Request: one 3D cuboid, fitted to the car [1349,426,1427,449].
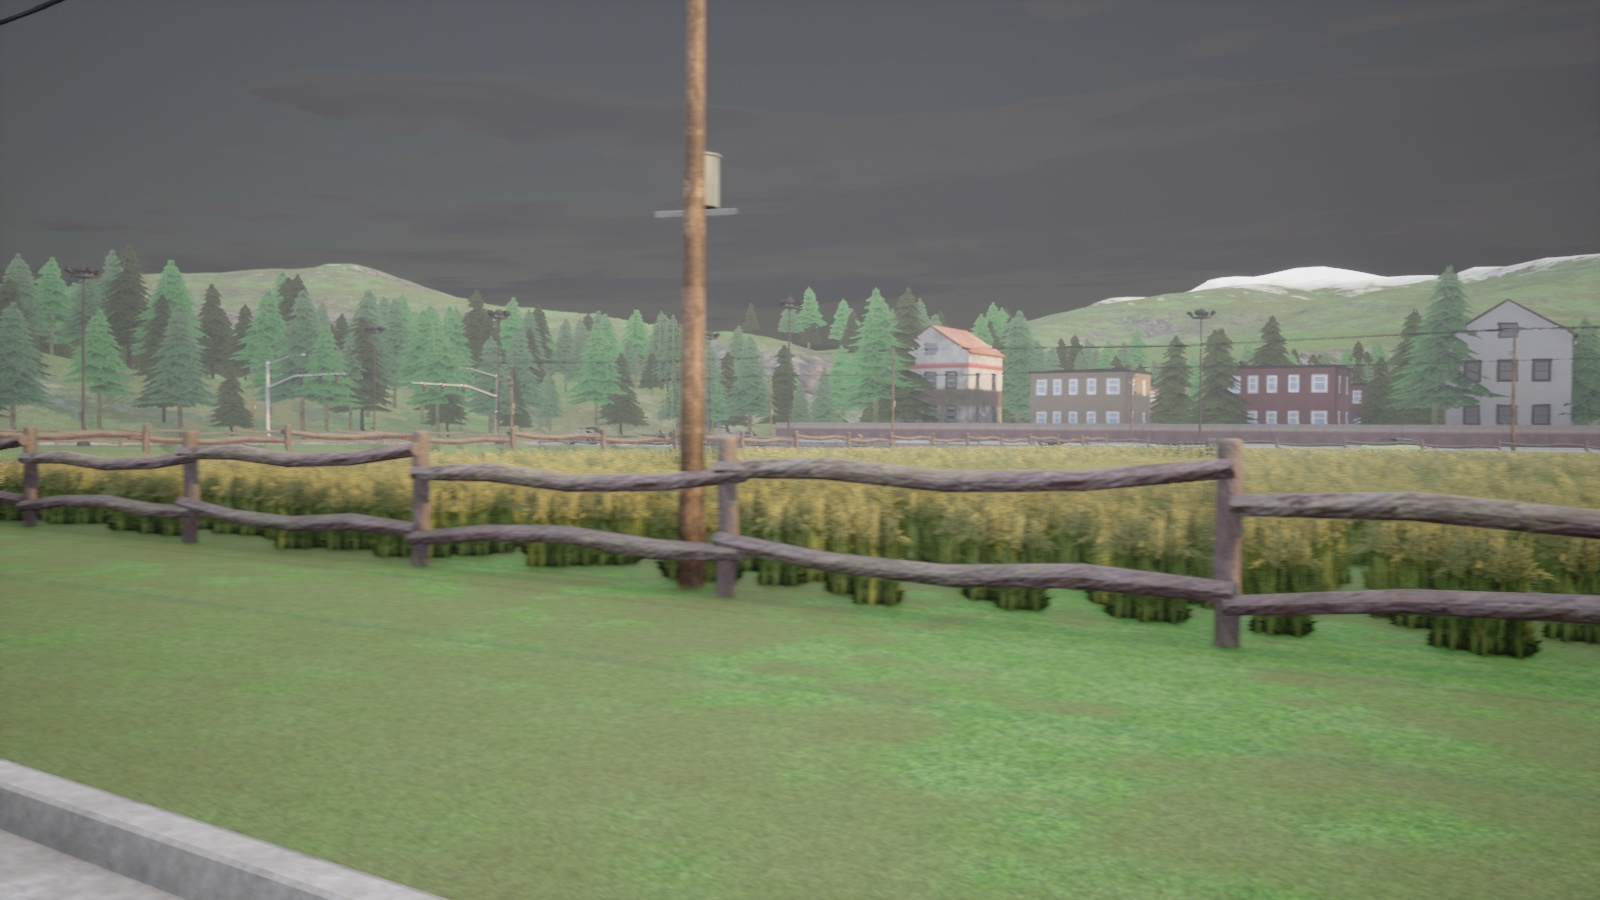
[{"bbox_3d":[39.705,-0.845,84.824,4.514,1.525,2.007,0,1,34],"label":"car"}]
